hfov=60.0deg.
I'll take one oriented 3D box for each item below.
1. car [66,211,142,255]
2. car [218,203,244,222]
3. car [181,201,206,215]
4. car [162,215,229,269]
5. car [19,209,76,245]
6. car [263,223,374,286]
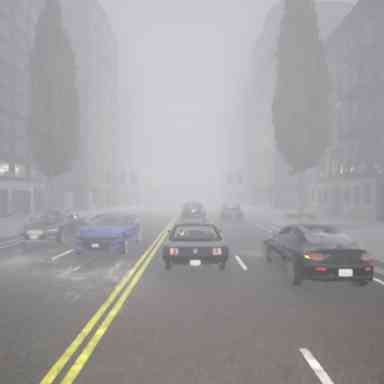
[{"bbox_3d":[-3.346,1.600,14.022,1.882,1.535,5.008,0,-1,0],"label":"car"},{"bbox_3d":[3.351,1.744,29.183,2.128,1.511,4.902,0,0,0],"label":"car"},{"bbox_3d":[0.100,1.602,28.977,2.097,1.767,4.553,0,0,0],"label":"car"},{"bbox_3d":[0.094,1.701,11.478,1.895,1.301,4.718,0,0,0],"label":"car"},{"bbox_3d":[-6.593,1.634,16.359,2.128,1.511,4.902,0,0,0],"label":"car"},{"bbox_3d":[3.338,1.610,9.540,1.812,1.442,4.674,0,0,0],"label":"car"}]
